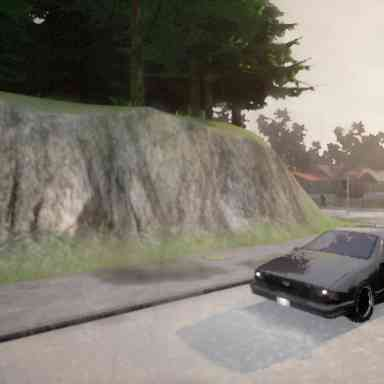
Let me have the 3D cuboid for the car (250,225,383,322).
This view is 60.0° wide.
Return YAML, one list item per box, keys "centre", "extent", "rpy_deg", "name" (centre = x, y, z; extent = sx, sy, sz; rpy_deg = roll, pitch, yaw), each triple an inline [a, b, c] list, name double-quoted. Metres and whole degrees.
- centre: [3.738, 1.481, 7.273]
  extent: [5.357, 1.411, 2.033]
  rpy_deg: [-1, 0, -35]
  name: "car"

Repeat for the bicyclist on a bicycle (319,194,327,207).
- centre: [15.758, 1.013, 40.138]
  extent: [1.656, 1.620, 0.582]
  rpy_deg: [-1, 1, -36]
  name: "bicyclist on a bicycle"
